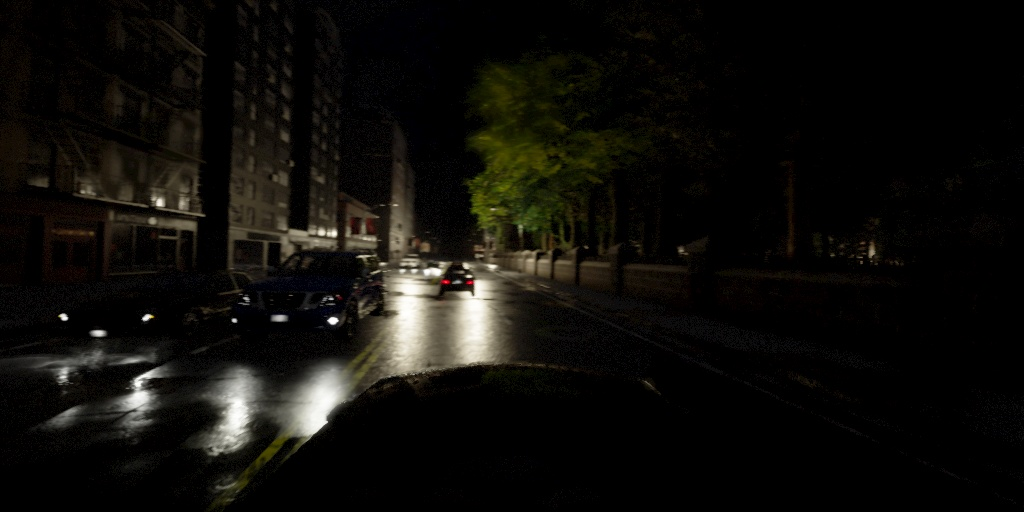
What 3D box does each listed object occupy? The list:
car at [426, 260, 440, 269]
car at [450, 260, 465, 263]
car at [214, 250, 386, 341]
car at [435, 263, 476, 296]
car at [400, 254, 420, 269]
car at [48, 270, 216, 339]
[{"bbox_3d":[-11.380,1.259,52.015,1.895,1.301,4.718,2,0,-8],"label":"car"},{"bbox_3d":[-7.375,1.243,48.393,1.882,1.535,5.008,2,-1,-9],"label":"car"},{"bbox_3d":[-4.914,0.854,9.689,2.150,2.045,5.566,2,0,-9],"label":"car"},{"bbox_3d":[-2.940,1.292,19.493,2.033,1.411,5.357,2,0,-9],"label":"car"},{"bbox_3d":[-14.613,0.772,51.759,2.150,2.045,5.566,2,0,-8],"label":"car"},{"bbox_3d":[-8.164,1.075,9.372,2.033,1.411,5.357,2,0,-9],"label":"car"}]
